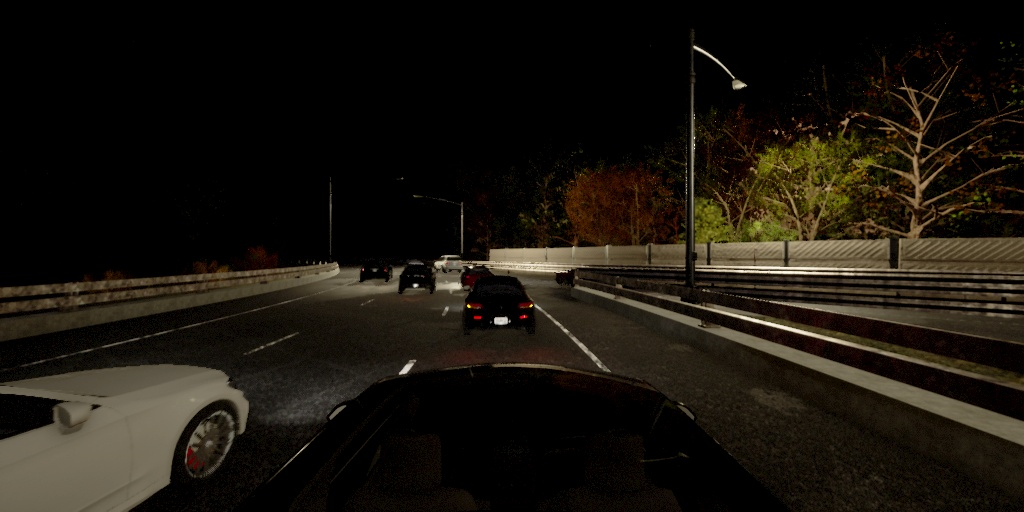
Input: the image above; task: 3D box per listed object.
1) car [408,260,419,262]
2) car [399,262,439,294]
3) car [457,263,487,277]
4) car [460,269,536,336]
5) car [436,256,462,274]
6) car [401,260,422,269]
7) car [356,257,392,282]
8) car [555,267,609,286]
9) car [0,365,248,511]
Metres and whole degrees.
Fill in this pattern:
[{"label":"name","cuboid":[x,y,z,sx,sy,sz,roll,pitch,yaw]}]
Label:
[{"label":"car","cuboid":[-10.932,1.319,40.516,2.033,1.411,5.357,0,0,-22]},{"label":"car","cuboid":[-5.374,1.263,20.695,1.837,1.490,4.892,0,-1,-10]},{"label":"car","cuboid":[-2.190,1.322,22.411,1.994,1.385,4.181,0,0,-10]},{"label":"car","cuboid":[-0.420,1.280,10.337,1.812,1.442,4.674,0,0,-4]},{"label":"car","cuboid":[-7.597,0.994,42.454,2.150,2.045,5.566,0,0,-27]},{"label":"car","cuboid":[-16.996,1.330,60.426,2.033,1.411,5.357,0,0,-32]},{"label":"car","cuboid":[-10.864,1.118,28.902,2.097,1.767,4.553,0,0,-15]},{"label":"car","cuboid":[4.921,1.362,22.923,1.895,1.301,4.718,0,0,-37]},{"label":"car","cuboid":[-3.536,1.276,1.606,1.812,1.442,4.674,0,0,0]}]
